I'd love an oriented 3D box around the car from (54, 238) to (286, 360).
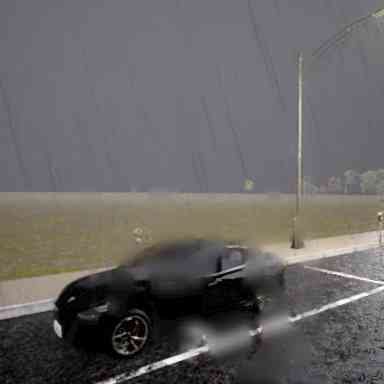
[{"bbox_3d":[-0.129,1.575,5.996,4.313,1.339,1.947,0,1,-35],"label":"car"}]
